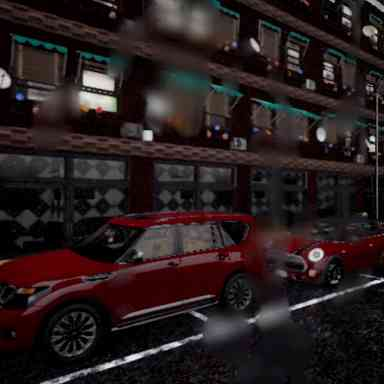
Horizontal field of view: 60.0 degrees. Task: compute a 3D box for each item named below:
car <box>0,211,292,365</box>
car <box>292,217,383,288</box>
[{"bbox_3d":[-0.759,1.326,6.015,5.009,1.841,2.192,0,0,-35],"label":"car"},{"bbox_3d":[3.829,1.473,9.286,4.097,1.590,1.967,0,0,-35],"label":"car"}]
